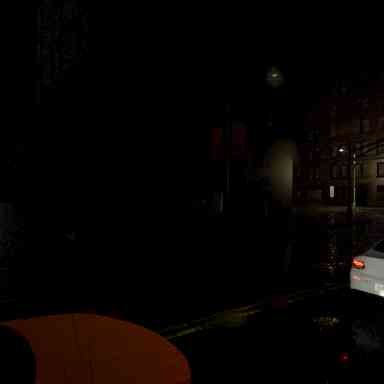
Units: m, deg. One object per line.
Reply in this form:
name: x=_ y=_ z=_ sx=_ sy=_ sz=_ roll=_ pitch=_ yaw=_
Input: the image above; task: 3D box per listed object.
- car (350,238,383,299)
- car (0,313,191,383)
car: x=5.238 y=1.529 z=7.173 sx=4.674 sy=1.442 sz=1.812 roll=0 pitch=0 yaw=-35
car: x=-2.264 y=1.477 z=1.828 sx=5.008 sy=1.535 sz=1.882 roll=0 pitch=0 yaw=-35
